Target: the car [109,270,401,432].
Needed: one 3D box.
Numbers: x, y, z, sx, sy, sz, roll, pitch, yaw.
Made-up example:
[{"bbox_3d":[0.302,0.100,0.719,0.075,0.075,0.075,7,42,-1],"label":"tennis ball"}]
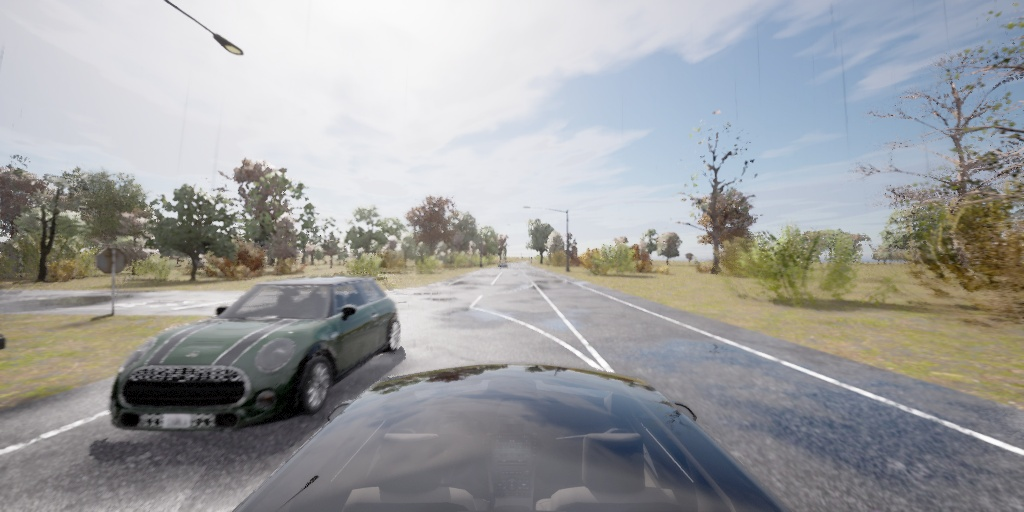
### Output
[{"bbox_3d":[-3.502,1.154,6.000,2.097,1.767,4.553,0,-1,0],"label":"car"}]
